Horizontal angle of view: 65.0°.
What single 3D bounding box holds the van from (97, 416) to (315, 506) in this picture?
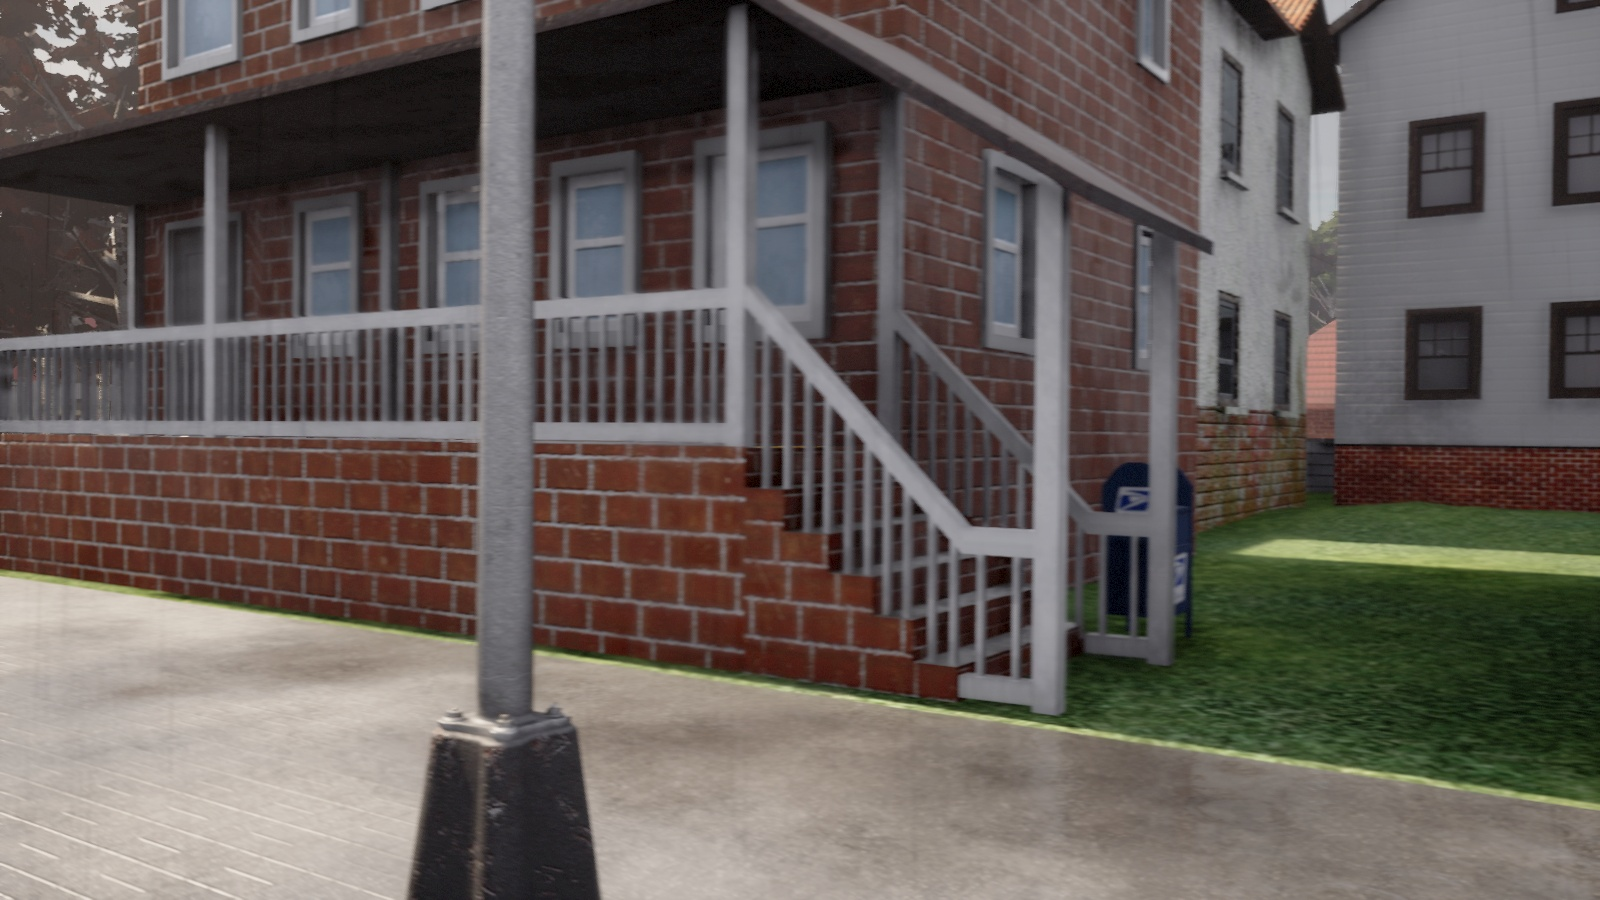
[{"bbox_3d":[-14.048,0.204,29.976,1.775,1.987,4.442,0,1,31],"label":"van"}]
